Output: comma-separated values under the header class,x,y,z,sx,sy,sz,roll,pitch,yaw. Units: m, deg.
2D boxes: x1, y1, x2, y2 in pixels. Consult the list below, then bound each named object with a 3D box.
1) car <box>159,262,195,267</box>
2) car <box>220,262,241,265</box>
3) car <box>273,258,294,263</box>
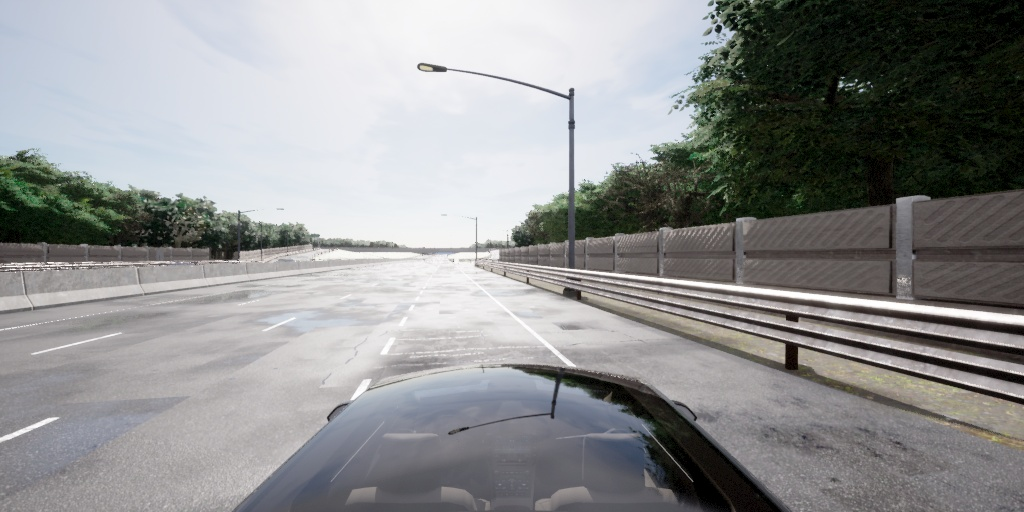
class,x,y,z,sx,sy,sz,roll,pitch,yaw
car,-39.644,1.348,42.510,1.994,1.385,4.181,0,0,-10
car,-36.862,1.390,46.727,1.895,1.301,4.718,0,0,-10
car,-34.667,1.152,54.367,2.097,1.767,4.553,0,0,-10
